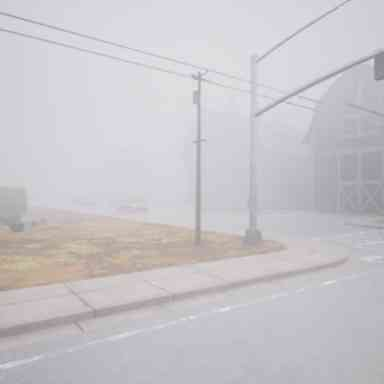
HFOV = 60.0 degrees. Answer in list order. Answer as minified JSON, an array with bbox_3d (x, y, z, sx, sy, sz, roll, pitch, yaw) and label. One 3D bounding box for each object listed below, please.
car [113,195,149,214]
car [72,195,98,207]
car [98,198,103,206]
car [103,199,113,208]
[{"bbox_3d":[-6.552,1.484,36.948,2.097,1.767,4.553,1,0,-36],"label":"car"},{"bbox_3d":[-16.515,1.291,50.560,2.097,1.767,4.553,1,0,-37],"label":"car"},{"bbox_3d":[-16.664,1.711,56.634,2.033,1.411,5.357,1,0,-37],"label":"car"},{"bbox_3d":[-10.861,1.590,48.849,1.882,1.535,5.008,0,0,-36],"label":"car"}]
